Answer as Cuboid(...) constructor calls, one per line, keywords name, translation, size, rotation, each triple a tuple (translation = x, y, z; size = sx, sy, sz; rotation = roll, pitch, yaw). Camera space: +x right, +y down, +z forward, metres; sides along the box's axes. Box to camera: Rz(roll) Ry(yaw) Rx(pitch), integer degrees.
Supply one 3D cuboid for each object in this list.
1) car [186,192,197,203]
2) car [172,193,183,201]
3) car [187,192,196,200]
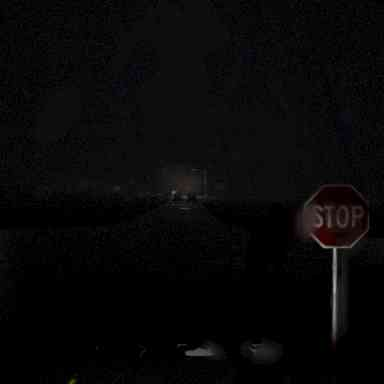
Cuboid(name="car", translation=(-0.037, 1.147, 60.316), size=(1.812, 1.442, 4.674), rotation=(0, 1, 0))
Cuboid(name="car", translation=(-2.790, 1.018, 65.342), size=(1.882, 1.535, 5.008), rotation=(0, 1, 0))
Cuboid(name="car", translation=(-0.042, 0.849, 70.348), size=(1.837, 1.490, 4.892), rotation=(0, 1, 0))
